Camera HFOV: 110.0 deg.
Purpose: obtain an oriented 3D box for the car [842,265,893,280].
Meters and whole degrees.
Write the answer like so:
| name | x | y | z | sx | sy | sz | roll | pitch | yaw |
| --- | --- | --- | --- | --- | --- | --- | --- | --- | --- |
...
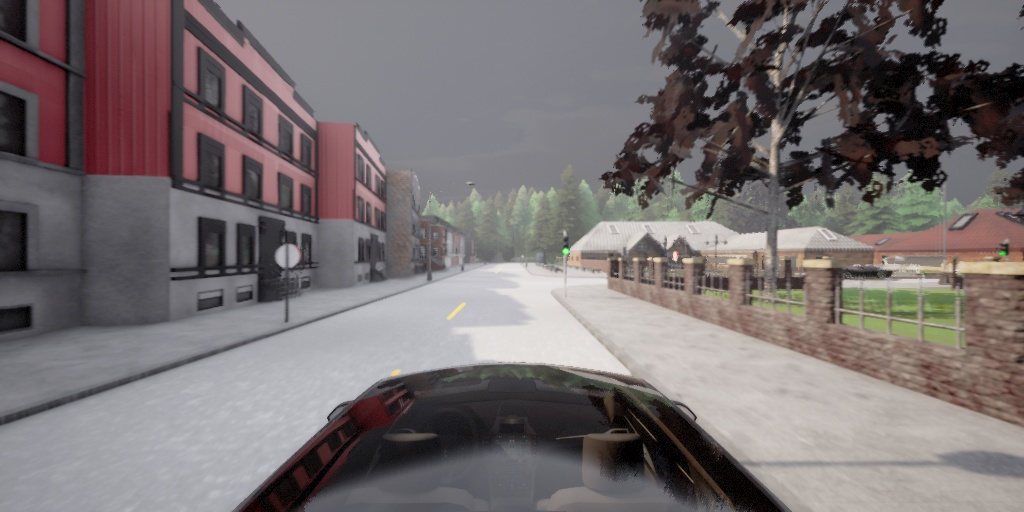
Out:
| name | x | y | z | sx | sy | sz | roll | pitch | yaw |
| --- | --- | --- | --- | --- | --- | --- | --- | --- | --- |
| car | 30.187 | 1.400 | 31.485 | 4.718 | 1.301 | 1.895 | 0 | 0 | 0 |
